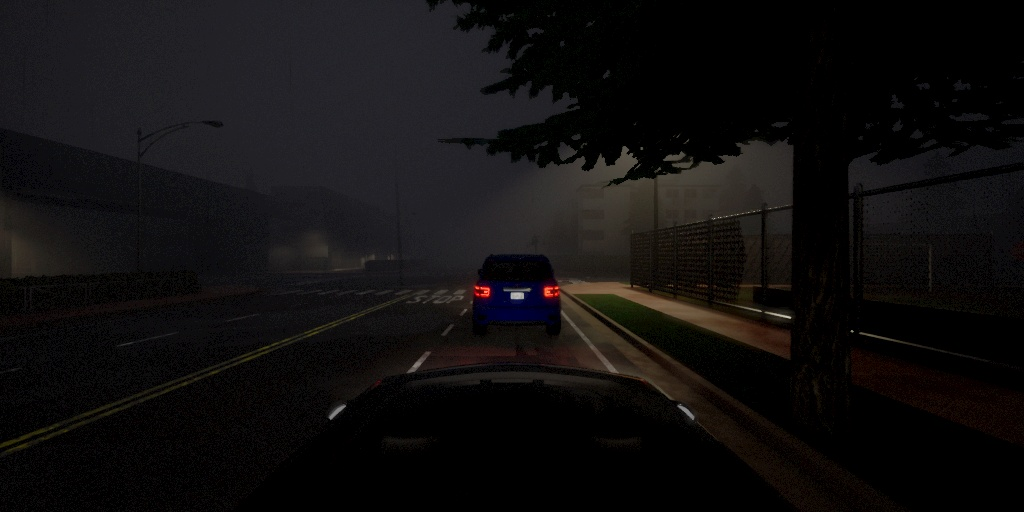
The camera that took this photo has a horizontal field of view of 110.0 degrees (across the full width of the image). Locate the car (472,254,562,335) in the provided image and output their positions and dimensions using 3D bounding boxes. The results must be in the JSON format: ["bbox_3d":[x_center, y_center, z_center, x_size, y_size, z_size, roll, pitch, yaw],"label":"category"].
[{"bbox_3d":[0.125,0.971,10.594,2.150,2.045,5.566,0,0,0],"label":"car"}]

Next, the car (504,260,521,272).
[{"bbox_3d":[0.067,1.240,46.450,2.128,1.511,4.902,0,0,-1],"label":"car"}]
